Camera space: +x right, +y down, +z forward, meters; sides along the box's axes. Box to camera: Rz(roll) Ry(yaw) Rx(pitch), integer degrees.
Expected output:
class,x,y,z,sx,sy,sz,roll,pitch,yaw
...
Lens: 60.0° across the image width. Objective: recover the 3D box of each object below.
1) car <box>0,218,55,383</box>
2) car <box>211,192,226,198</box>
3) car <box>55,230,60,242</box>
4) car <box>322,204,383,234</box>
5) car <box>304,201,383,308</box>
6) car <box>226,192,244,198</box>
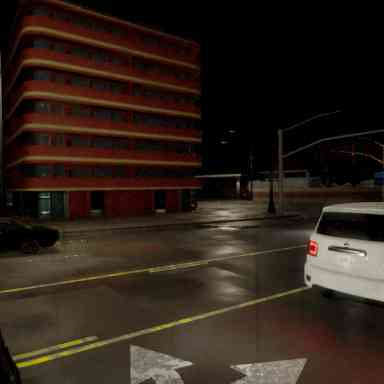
class,x,y,z,sx,sy,sz,roll,pitch,yaw
car,-3.673,1.221,1.131,5.566,2.045,2.150,0,0,-35
car,7.394,0.694,89.322,4.611,1.667,2.242,-1,1,-35
car,-7.325,1.601,11.660,4.718,1.301,1.895,0,0,-35
car,9.805,1.481,19.437,4.674,1.442,1.812,0,0,-35
car,4.769,1.221,7.131,5.566,2.045,2.150,0,0,-35
car,11.362,0.841,85.097,3.806,1.475,1.970,-1,1,-35
